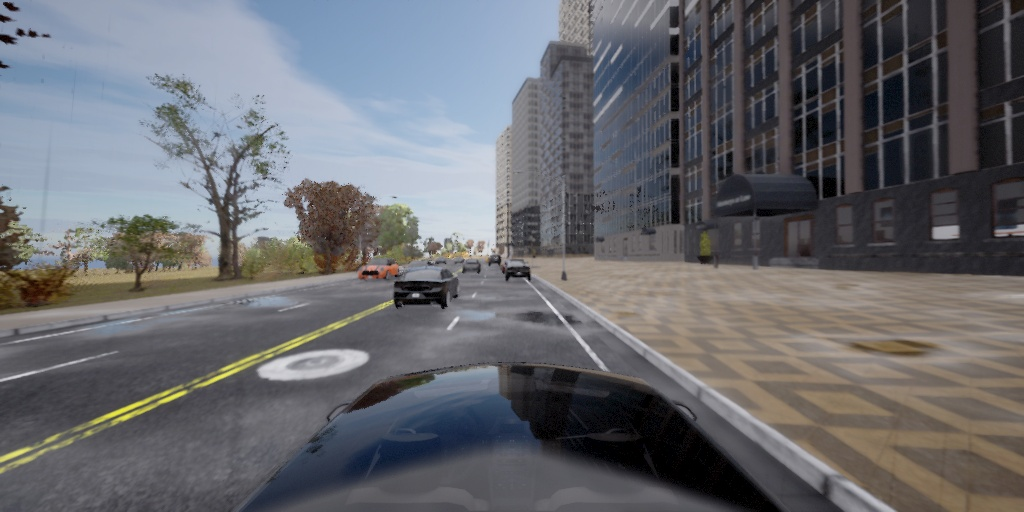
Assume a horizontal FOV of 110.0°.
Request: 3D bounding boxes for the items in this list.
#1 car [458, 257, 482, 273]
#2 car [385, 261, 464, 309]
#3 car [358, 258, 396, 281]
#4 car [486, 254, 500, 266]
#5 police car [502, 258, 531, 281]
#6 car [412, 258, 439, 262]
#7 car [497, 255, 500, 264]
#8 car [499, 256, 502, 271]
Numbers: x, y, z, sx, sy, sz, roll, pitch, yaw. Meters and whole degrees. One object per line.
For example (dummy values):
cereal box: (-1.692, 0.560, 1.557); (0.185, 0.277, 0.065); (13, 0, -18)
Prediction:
car: (-4.322, 1.053, 39.167); (2.128, 1.511, 4.902); (0, 0, -3)
car: (-3.323, 1.159, 14.676); (1.882, 1.535, 5.008); (0, 1, -1)
car: (-10.466, 0.970, 28.469); (2.097, 1.767, 4.553); (0, 0, -2)
car: (-2.950, 0.698, 62.172); (2.150, 2.045, 5.566); (0, 0, -6)
police car: (0.393, 1.035, 28.286); (1.930, 1.638, 5.238); (0, 0, -2)
car: (-7.188, 1.121, 27.908); (1.837, 1.490, 4.892); (0, 1, -2)
car: (-0.511, 0.990, 44.491); (1.801, 1.575, 5.366); (0, 0, -4)
car: (-0.114, 1.040, 38.257); (1.882, 1.535, 5.008); (0, 0, -3)
